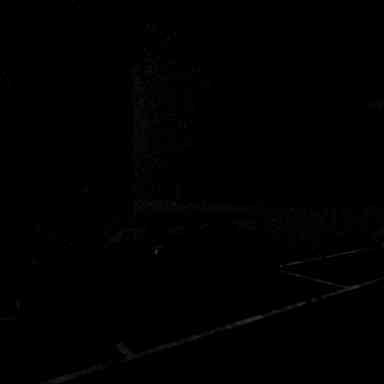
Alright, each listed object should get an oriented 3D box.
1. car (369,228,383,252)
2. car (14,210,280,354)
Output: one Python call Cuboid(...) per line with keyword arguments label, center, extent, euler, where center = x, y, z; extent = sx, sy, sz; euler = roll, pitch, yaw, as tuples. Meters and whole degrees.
Cuboid(label="car", center=(8.618, 1.523, 12.797), extent=(4.829, 1.417, 1.752), euler=(0, 0, -35))
Cuboid(label="car", center=(-0.488, 1.312, 6.302), extent=(5.009, 1.841, 2.192), euler=(0, 0, -35))
